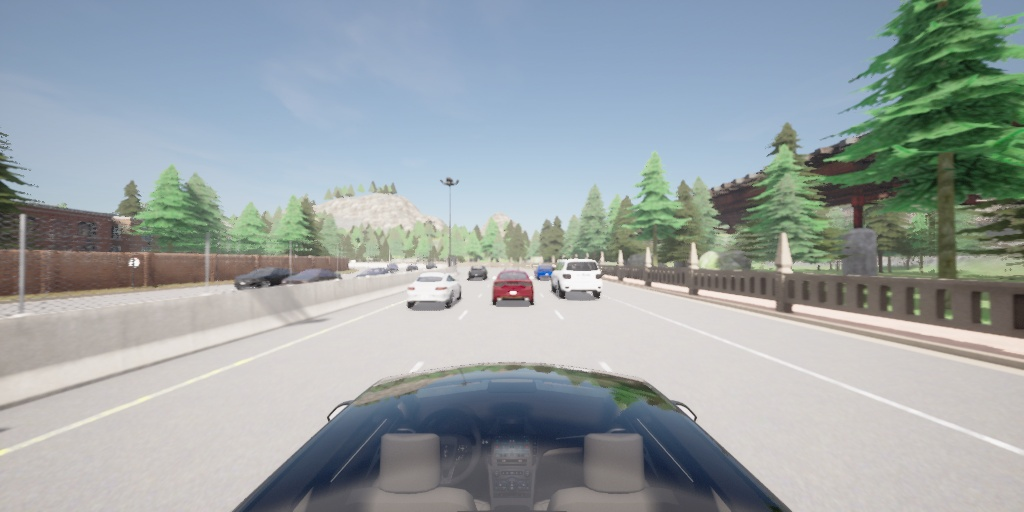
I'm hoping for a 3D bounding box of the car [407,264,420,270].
[{"bbox_3d":[-17.155,2.123,62.475,1.994,1.385,4.181,0,-1,-13],"label":"car"}]

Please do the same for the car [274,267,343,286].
[{"bbox_3d":[-14.172,1.624,25.829,2.033,1.411,5.357,0,-1,0],"label":"car"}]

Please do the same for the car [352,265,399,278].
[{"bbox_3d":[-10.681,1.650,27.998,2.033,1.411,5.357,0,-1,0],"label":"car"}]

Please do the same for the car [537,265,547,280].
[{"bbox_3d":[3.451,1.706,38.219,1.882,1.535,5.008,0,-1,-1],"label":"car"}]

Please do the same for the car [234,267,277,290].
[{"bbox_3d":[-17.677,1.559,26.071,1.882,1.535,5.008,0,-1,0],"label":"car"}]

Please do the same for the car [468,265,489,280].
[{"bbox_3d":[-3.542,1.721,37.958,2.128,1.511,4.902,0,-1,-1],"label":"car"}]

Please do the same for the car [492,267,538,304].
[{"bbox_3d":[0.049,1.438,17.661,1.882,1.535,5.008,0,-1,0],"label":"car"}]

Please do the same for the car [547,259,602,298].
[{"bbox_3d":[3.545,1.216,20.446,2.150,2.045,5.566,0,-1,0],"label":"car"}]

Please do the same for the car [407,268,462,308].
[{"bbox_3d":[-3.450,1.471,16.398,1.812,1.442,4.674,0,-1,0],"label":"car"}]
